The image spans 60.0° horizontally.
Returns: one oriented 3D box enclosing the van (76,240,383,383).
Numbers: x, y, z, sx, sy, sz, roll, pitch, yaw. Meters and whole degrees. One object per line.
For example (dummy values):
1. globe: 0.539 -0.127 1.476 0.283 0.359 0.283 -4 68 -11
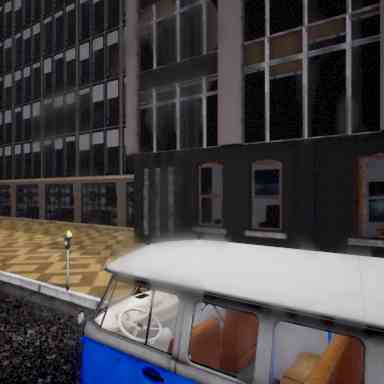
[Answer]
1. van: 0.924 1.341 2.215 3.998 1.788 1.690 0 0 35
